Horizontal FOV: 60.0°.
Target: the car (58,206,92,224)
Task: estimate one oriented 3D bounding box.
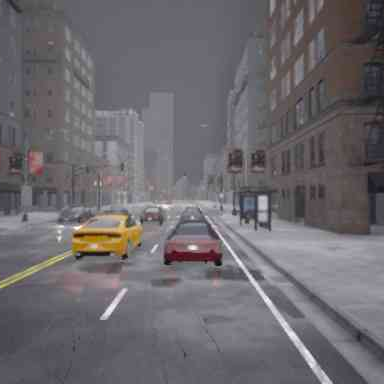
[{"bbox_3d":[-9.798,1.923,28.412,1.812,1.442,4.674,0,-1,0],"label":"car"}]

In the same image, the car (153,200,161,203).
[{"bbox_3d":[-9.737,2.857,92.676,2.128,1.511,4.902,0,-1,0],"label":"car"}]

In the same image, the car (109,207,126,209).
[{"bbox_3d":[-6.544,1.967,28.778,1.994,1.385,4.181,0,-1,1],"label":"car"}]

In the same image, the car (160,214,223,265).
[{"bbox_3d":[0.049,1.736,12.428,1.994,1.385,4.181,0,-1,1],"label":"car"}]

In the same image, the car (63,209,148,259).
[{"bbox_3d":[-3.193,1.663,13.437,1.882,1.535,5.008,0,-1,0],"label":"car"}]

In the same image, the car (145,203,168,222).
[{"bbox_3d":[-3.196,1.912,27.668,1.812,1.442,4.674,0,-1,0],"label":"car"}]

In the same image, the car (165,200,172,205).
[{"bbox_3d":[-6.487,2.872,92.675,2.033,1.411,5.357,0,-1,0],"label":"car"}]

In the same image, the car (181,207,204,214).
[{"bbox_3d":[0.052,1.947,27.436,1.994,1.385,4.181,0,-1,1],"label":"car"}]
